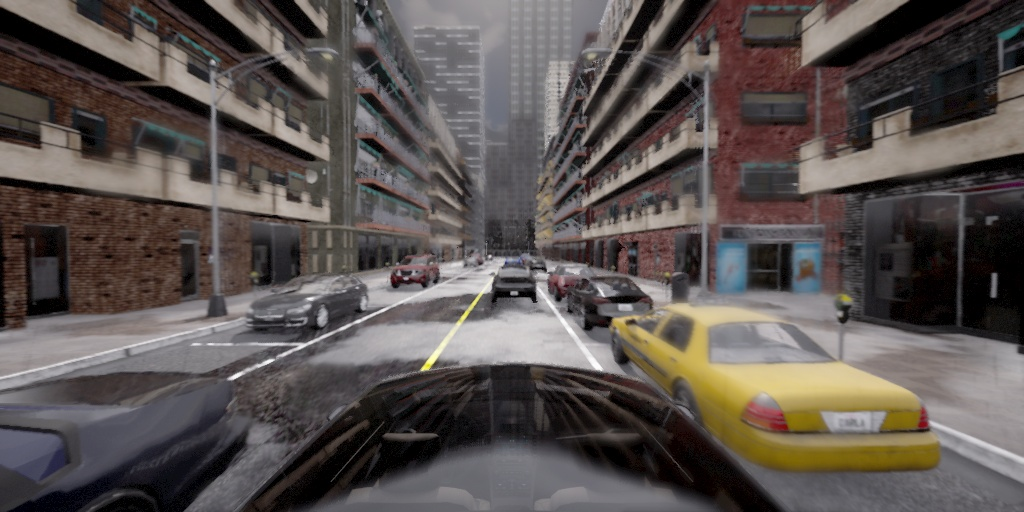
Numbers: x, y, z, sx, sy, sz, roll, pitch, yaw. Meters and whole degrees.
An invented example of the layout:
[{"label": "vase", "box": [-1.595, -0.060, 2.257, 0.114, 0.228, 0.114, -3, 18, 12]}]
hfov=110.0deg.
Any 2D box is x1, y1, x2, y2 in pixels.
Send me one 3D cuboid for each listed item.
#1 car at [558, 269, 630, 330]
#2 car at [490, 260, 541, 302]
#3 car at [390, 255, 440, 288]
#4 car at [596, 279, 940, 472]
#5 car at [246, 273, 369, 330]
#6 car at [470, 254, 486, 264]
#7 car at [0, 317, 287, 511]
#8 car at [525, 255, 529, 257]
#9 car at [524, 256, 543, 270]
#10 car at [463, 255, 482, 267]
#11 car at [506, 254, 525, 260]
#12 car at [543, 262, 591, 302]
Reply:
[{"label": "car", "box": [2.686, 1.230, 10.565, 1.948, 1.339, 4.313, 0, 0, 0]}, {"label": "car", "box": [0.090, 1.120, 16.006, 1.837, 1.490, 4.892, 0, 1, 0]}, {"label": "car", "box": [-5.698, 0.875, 21.795, 2.192, 1.841, 5.009, 0, 0, 0]}, {"label": "car", "box": [2.688, 1.243, 5.133, 1.751, 1.417, 4.829, 0, 0, 0]}, {"label": "car", "box": [-5.694, 1.217, 10.591, 2.007, 1.370, 4.403, 0, 0, 0]}, {"label": "car", "box": [-5.709, 0.556, 55.406, 2.192, 1.841, 5.009, 0, 0, 0]}, {"label": "car", "box": [-3.094, 1.309, 0.586, 2.033, 1.411, 5.357, 0, 1, 0]}, {"label": "car", "box": [2.676, 0.895, 44.177, 2.007, 1.370, 4.403, 0, 0, 0]}, {"label": "car", "box": [2.677, 0.964, 38.574, 1.948, 1.339, 4.313, 0, 0, 0]}, {"label": "car", "box": [-5.707, 0.844, 49.804, 2.007, 1.370, 4.403, 0, 0, 0]}, {"label": "car", "box": [0.088, 0.871, 39.151, 1.882, 1.535, 5.008, 0, 1, 0]}, {"label": "car", "box": [2.684, 1.051, 16.167, 1.967, 1.591, 4.097, 0, 0, 0]}]
